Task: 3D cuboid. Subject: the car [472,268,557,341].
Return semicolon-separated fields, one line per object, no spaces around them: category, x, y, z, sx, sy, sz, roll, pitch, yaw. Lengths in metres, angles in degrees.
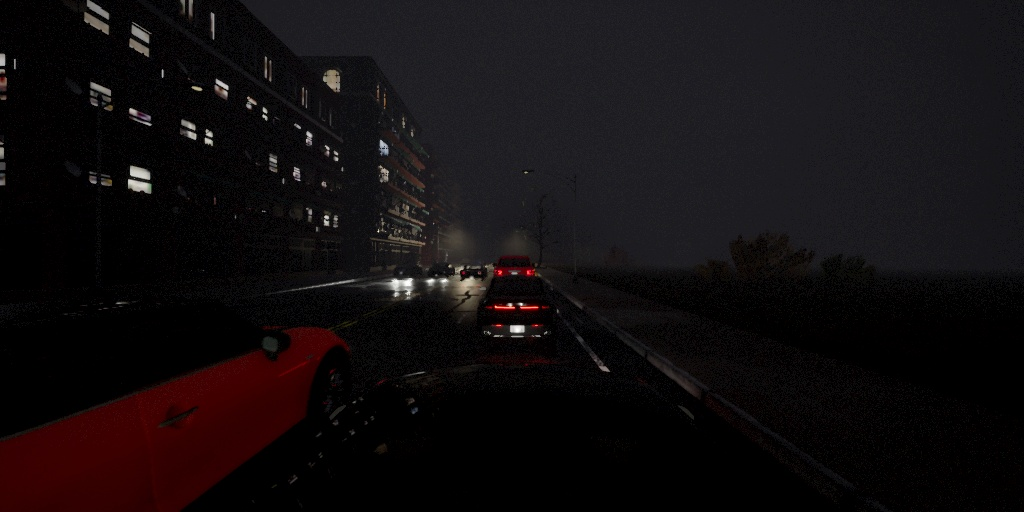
car;0.113;1.256;9.814;1.837;1.490;4.892;0;0;0

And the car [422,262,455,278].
car;-6.557;1.301;33.761;2.033;1.411;5.357;0;0;0

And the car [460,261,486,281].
car;-3.111;1.354;30.008;1.895;1.301;4.718;0;0;0

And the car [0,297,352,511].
car;-3.149;1.103;2.865;2.097;1.767;4.553;0;0;0

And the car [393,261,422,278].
car;-9.807;1.245;34.156;2.128;1.511;4.902;0;0;0

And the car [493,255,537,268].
car;0.125;0.975;20.161;2.150;2.045;5.566;0;0;0
